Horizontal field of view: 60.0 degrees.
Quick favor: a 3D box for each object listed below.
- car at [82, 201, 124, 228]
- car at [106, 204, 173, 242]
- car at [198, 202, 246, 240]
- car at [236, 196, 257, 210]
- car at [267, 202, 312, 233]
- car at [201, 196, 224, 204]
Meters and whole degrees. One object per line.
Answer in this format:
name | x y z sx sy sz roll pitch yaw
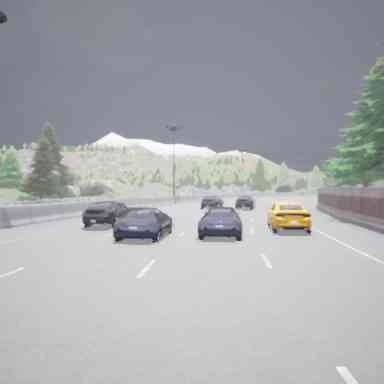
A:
car | -4.989 1.319 20.512 1.837 1.490 4.892 0 0 9
car | -2.163 1.422 15.643 1.994 1.385 4.181 0 1 7
car | 1.449 1.417 16.222 1.994 1.385 4.181 0 1 8
car | 6.037 1.170 37.088 1.837 1.490 4.892 0 0 17
car | 5.317 1.310 18.529 1.882 1.535 5.008 0 1 9
car | 2.299 1.172 36.816 1.837 1.490 4.892 0 0 16
